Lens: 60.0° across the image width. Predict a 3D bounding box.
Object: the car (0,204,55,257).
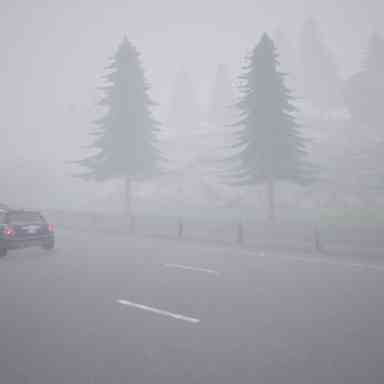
[{"bbox_3d":[-7.773,1.490,13.812,4.553,1.767,2.097,0,-1,35],"label":"car"}]
